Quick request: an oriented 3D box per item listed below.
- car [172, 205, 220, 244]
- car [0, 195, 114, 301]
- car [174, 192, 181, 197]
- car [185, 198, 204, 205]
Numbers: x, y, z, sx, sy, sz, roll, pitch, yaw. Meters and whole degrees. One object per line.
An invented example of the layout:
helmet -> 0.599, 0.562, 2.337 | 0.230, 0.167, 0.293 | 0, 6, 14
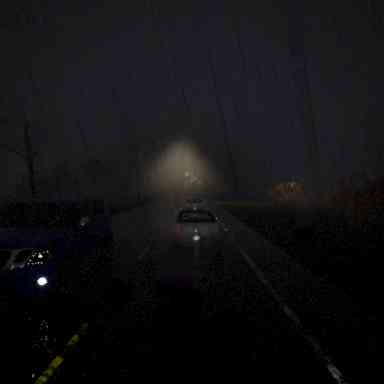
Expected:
car -> 0.166, 1.458, 14.900 | 1.895, 1.301, 4.718 | 0, 1, 0
car -> -3.565, 1.131, 8.471 | 2.150, 2.045, 5.566 | 0, 1, 0
car -> -3.929, 0.733, 90.225 | 1.994, 1.385, 4.181 | 0, 1, -2
car -> 0.281, 1.280, 34.818 | 1.895, 1.301, 4.718 | 0, 0, 0
